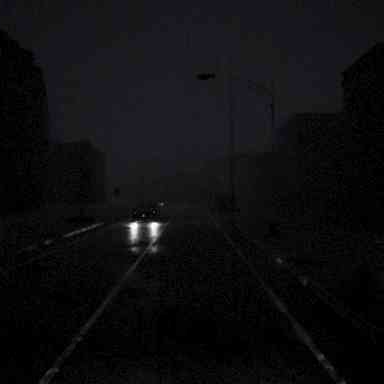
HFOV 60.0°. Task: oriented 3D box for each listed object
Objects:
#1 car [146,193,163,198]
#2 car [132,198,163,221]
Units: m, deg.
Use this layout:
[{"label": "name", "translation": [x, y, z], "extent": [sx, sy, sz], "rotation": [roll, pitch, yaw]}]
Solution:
[{"label": "car", "translation": [-7.845, 1.190, 69.511], "extent": [2.150, 2.045, 5.566], "rotation": [1, 0, -26]}, {"label": "car", "translation": [-3.599, 1.502, 26.881], "extent": [1.837, 1.490, 4.892], "rotation": [0, 0, 0]}]
